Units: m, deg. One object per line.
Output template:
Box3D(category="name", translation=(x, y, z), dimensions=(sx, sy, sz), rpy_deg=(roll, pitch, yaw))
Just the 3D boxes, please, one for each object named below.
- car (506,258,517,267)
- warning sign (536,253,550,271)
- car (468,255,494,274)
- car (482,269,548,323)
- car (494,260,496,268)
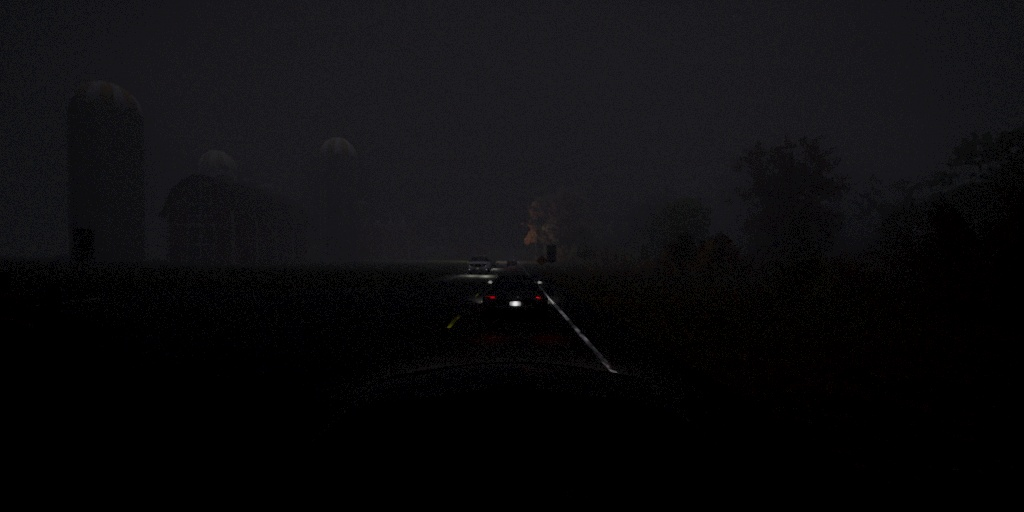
Box3D(category="car", translation=(-0.007, 1.197, 62.332), dimensions=(2.128, 1.511, 4.902), rpy_deg=(0, 0, 0))
Box3D(category="warning sign", translation=(3.545, 0.837, 42.911), dimensions=(1.300, 1.860, 1.060), rpy_deg=(0, 0, 0))
Box3D(category="car", translation=(-3.595, 0.942, 40.479), dimensions=(2.150, 2.045, 5.566), rpy_deg=(0, 0, 0))
Box3D(category="car", translation=(0.098, 1.303, 12.057), dimensions=(1.994, 1.385, 4.181), rpy_deg=(0, 0, 0))
Box3D(category="car", translation=(-3.548, 1.187, 58.029), dimensions=(1.882, 1.535, 5.008), rpy_deg=(0, 0, 0))
